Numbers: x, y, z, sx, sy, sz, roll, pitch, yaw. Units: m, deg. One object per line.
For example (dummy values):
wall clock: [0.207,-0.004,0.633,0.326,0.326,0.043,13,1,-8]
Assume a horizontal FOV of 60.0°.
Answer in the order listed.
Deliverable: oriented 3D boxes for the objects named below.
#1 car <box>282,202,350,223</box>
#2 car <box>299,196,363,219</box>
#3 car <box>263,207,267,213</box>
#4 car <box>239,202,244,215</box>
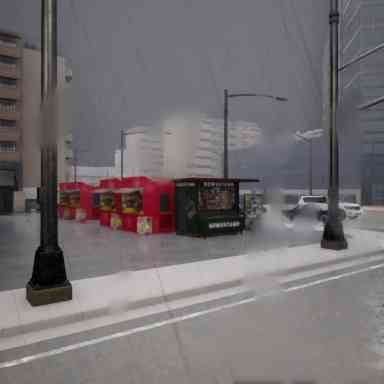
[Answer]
car: [9.676,1.706,26.696,1.895,1.301,4.718,0,-1,-37]
car: [12.005,1.339,29.426,2.150,2.045,5.566,0,-1,-36]
car: [5.984,1.789,37.717,2.033,1.411,5.357,0,-1,-36]
car: [3.994,1.769,34.494,2.033,1.411,5.357,0,-1,-37]
